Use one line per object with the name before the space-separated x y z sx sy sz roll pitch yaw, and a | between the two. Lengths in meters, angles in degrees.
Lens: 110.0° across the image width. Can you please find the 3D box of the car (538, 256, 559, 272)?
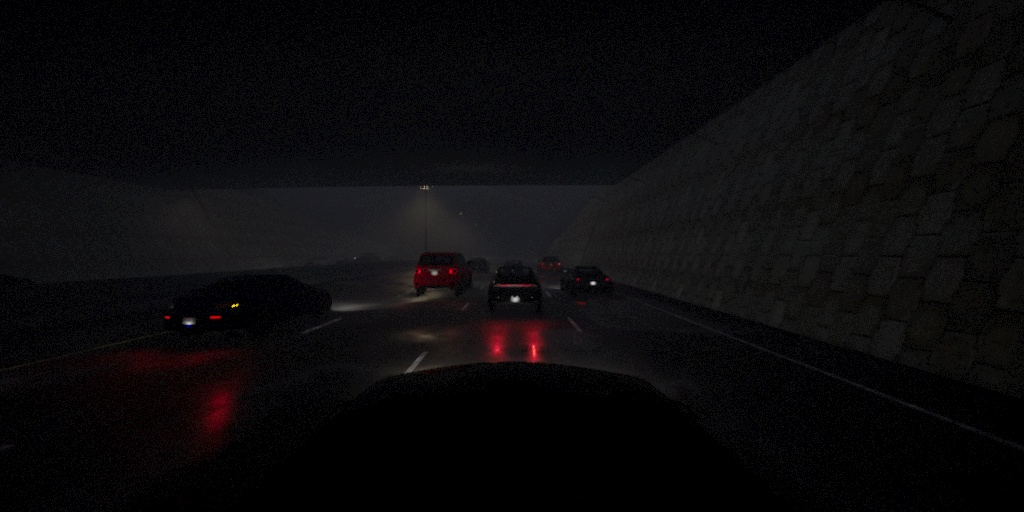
car | 3.631 0.799 35.381 2.097 1.767 4.553 0 1 0

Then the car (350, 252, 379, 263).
car | -20.994 0.511 52.436 2.150 2.045 5.566 0 1 1

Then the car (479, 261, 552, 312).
car | 0.104 1.134 13.666 2.128 1.511 4.902 0 1 0

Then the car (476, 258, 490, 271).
car | -3.367 0.913 36.612 1.882 1.535 5.008 0 1 0

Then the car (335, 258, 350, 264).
car | -24.482 0.881 53.684 1.895 1.301 4.718 0 1 1

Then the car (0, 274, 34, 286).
car | -17.596 1.175 10.498 1.837 1.490 4.892 0 1 0

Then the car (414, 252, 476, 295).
car | -3.387 0.821 18.486 2.150 2.045 5.566 0 1 1

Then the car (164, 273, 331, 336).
car | -6.908 1.201 9.968 1.812 1.442 4.674 0 1 0

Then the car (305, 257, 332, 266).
car | -27.989 0.820 52.111 1.812 1.442 4.674 0 1 1

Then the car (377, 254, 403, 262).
car | -17.497 0.768 52.636 1.882 1.535 5.008 0 1 1

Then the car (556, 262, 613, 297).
car | 3.607 1.168 17.943 1.994 1.385 4.181 0 1 0
